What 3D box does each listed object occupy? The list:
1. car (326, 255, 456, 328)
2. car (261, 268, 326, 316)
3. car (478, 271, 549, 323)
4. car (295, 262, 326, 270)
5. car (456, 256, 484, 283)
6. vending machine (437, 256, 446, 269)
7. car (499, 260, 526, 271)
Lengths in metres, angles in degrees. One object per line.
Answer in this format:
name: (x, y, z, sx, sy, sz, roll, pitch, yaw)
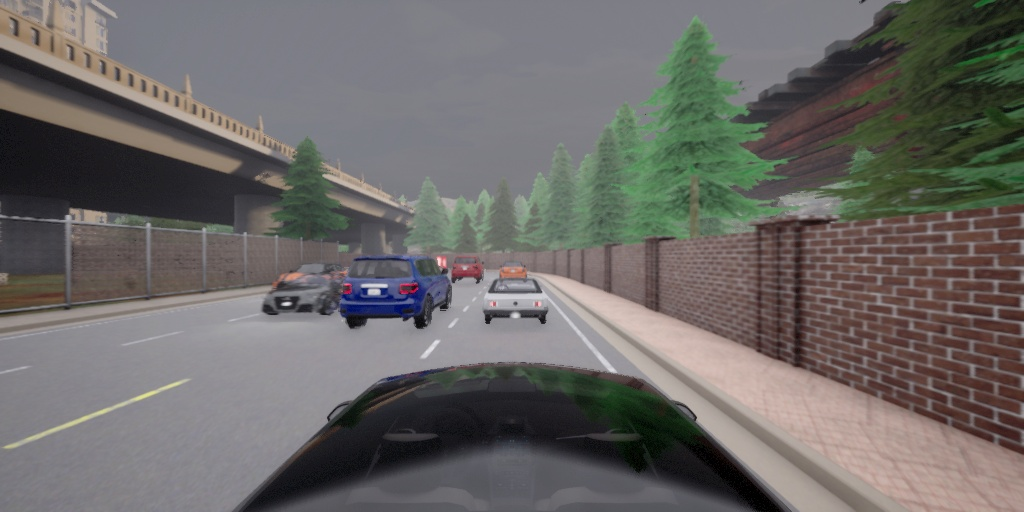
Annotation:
car: (-3.400, 0.982, 11.526, 2.150, 2.045, 5.566, 0, 0, 0)
car: (-7.105, 1.326, 13.293, 1.994, 1.385, 4.181, 0, 0, 0)
car: (0.101, 1.361, 12.147, 1.895, 1.301, 4.718, 0, 0, 0)
car: (-10.610, 1.120, 19.321, 2.097, 1.767, 4.553, 0, 0, 0)
car: (-3.454, 0.998, 28.386, 2.150, 2.045, 5.566, 0, 0, -2)
vending machine: (-10.654, 0.998, 54.047, 0.880, 2.100, 1.100, 0, 0, 26)
car: (0.008, 1.129, 28.950, 2.097, 1.767, 4.553, 0, 0, -2)
